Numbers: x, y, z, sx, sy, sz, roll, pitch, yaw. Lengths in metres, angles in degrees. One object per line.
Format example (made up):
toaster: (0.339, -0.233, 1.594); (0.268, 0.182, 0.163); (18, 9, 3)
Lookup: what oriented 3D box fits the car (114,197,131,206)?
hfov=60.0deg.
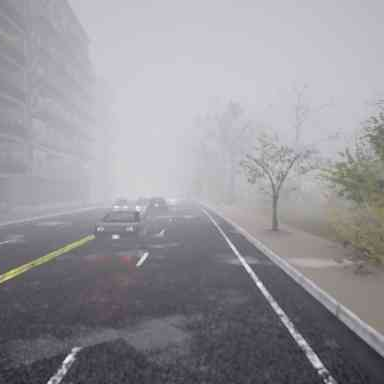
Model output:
car: (-10.576, 1.398, 50.713); (1.994, 1.385, 4.181); (0, 0, -2)

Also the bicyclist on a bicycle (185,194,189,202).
bicyclist on a bicycle: (-1.051, 1.207, 70.856); (0.582, 1.620, 1.656); (0, 0, -4)

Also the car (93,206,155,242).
car: (-3.145, 1.548, 15.923); (1.895, 1.301, 4.718); (0, 0, 0)

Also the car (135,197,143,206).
car: (-7.264, 1.402, 49.216); (1.994, 1.385, 4.181); (0, 0, -2)

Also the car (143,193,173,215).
car: (-3.316, 1.244, 32.883); (2.097, 1.767, 4.553); (0, 0, -1)

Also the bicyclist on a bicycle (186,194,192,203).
bicyclist on a bicycle: (-0.425, 1.160, 61.717); (0.659, 1.776, 1.843); (0, 0, -4)

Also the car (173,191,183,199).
car: (-3.584, 1.114, 89.657); (1.994, 1.385, 4.181); (0, 0, -6)
